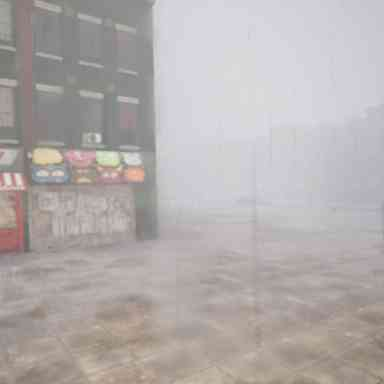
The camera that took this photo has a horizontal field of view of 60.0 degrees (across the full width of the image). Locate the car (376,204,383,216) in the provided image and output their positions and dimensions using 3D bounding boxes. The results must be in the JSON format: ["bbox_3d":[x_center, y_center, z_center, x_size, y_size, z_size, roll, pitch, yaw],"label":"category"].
[{"bbox_3d":[17.411,1.341,27.098,1.994,1.385,4.181,-2,2,-34],"label":"car"}]

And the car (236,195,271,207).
[{"bbox_3d":[7.541,1.095,40.997,1.837,1.490,4.892,-2,2,-35],"label":"car"}]

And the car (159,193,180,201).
[{"bbox_3d":[-3.915,0.939,57.311,1.994,1.385,4.181,-2,2,-35],"label":"car"}]
